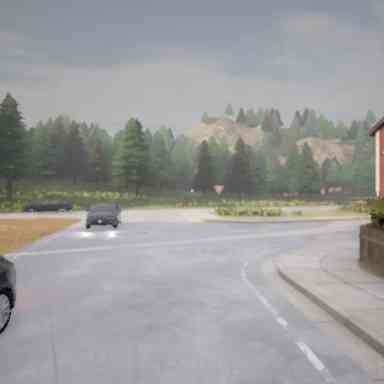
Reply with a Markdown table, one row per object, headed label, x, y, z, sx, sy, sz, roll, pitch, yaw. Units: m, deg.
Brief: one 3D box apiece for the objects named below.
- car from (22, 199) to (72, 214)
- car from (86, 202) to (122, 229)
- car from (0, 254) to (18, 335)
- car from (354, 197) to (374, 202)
| label | x | y | z | sx | sy | sz | roll | pitch | yaw |
| --- | --- | --- | --- | --- | --- | --- | --- | --- | --- |
| car | -15.772 | 1.542 | 36.337 | 5.008 | 1.535 | 1.882 | 0 | -1 | -21 |
| car | -5.609 | 1.458 | 21.537 | 1.837 | 1.490 | 4.892 | 0 | 0 | -7 |
| car | -3.821 | 1.504 | 3.797 | 1.837 | 1.490 | 4.892 | 0 | 0 | -3 |
| car | 24.762 | 1.417 | 46.741 | 4.193 | 1.474 | 1.816 | 0 | -6 | -26 |
